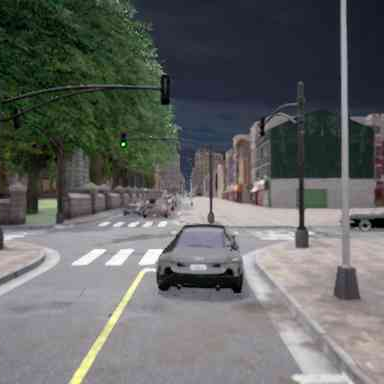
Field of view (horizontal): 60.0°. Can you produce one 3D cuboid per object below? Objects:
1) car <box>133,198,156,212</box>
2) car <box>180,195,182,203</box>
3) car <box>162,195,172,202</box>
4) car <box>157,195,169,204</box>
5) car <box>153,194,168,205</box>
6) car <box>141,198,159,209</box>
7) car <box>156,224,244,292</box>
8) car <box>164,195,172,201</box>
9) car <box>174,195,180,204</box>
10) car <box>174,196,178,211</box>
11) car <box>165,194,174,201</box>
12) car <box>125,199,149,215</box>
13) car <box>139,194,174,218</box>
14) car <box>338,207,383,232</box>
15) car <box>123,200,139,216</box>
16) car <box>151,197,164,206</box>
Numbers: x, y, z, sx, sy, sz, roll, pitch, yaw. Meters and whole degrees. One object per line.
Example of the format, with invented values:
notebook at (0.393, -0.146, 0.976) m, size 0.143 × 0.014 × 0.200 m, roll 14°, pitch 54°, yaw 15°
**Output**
car at (-5.559, 1.519, 39.332) m, size 2.008 × 1.369 × 4.403 m, roll 1°, pitch 0°, yaw 0°
car at (-3.156, 1.594, 64.547) m, size 1.895 × 1.301 × 4.718 m, roll 0°, pitch 0°, yaw 0°
car at (-5.881, 1.467, 77.482) m, size 1.967 × 1.590 × 4.097 m, roll 1°, pitch 0°, yaw 0°
car at (-5.788, 1.437, 66.582) m, size 1.967 × 1.590 × 4.097 m, roll 1°, pitch 0°, yaw 0°
car at (-5.739, 1.301, 61.132) m, size 2.192 × 1.841 × 5.009 m, roll 1°, pitch 0°, yaw 0°
car at (-5.605, 1.535, 44.782) m, size 1.947 × 1.339 × 4.313 m, roll 1°, pitch 0°, yaw 0°
car at (0.334, 1.551, 8.998) m, size 1.994 × 1.385 × 4.181 m, roll 0°, pitch 0°, yaw 6°
car at (-5.928, 1.570, 82.763) m, size 1.752 × 1.417 × 4.829 m, roll 1°, pitch 0°, yaw 0°
car at (-3.118, 1.477, 49.974) m, size 1.837 × 1.490 × 4.892 m, roll 0°, pitch 0°, yaw -1°
car at (-3.026, 1.494, 39.673) m, size 1.812 × 1.442 × 4.674 m, roll 0°, pitch 0°, yaw 0°
car at (-5.971, 1.381, 88.384) m, size 2.192 × 1.841 × 5.009 m, roll 1°, pitch 0°, yaw 0°
car at (-5.566, 1.495, 34.170) m, size 1.752 × 1.417 × 4.829 m, roll 1°, pitch 0°, yaw 0°
car at (-3.018, 1.323, 29.490) m, size 2.097 × 1.767 × 4.553 m, roll 0°, pitch 0°, yaw 1°
car at (10.896, 1.514, 18.865) m, size 4.718 × 1.301 × 1.895 m, roll -1°, pitch -1°, yaw 0°
car at (-5.526, 1.521, 32.196) m, size 2.008 × 1.369 × 4.403 m, roll 1°, pitch 0°, yaw 0°
car at (-5.698, 1.560, 55.682) m, size 1.802 × 1.307 × 4.206 m, roll 1°, pitch 0°, yaw 0°
